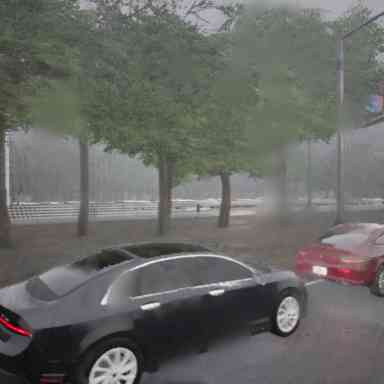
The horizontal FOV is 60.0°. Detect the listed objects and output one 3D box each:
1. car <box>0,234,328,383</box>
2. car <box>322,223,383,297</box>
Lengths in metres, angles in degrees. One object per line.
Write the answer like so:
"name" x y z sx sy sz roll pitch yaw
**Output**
"car" -0.216 1.516 5.015 4.892 1.490 1.837 0 0 -36
"car" 4.606 1.529 8.605 4.674 1.442 1.812 0 0 -37
